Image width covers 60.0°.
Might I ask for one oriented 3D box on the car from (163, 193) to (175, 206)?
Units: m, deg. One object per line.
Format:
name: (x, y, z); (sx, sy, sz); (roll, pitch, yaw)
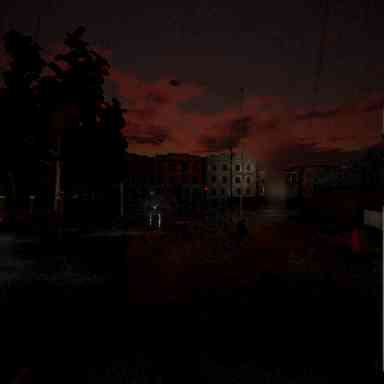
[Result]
car: (-4.078, 1.225, 56.116); (2.150, 2.045, 5.566); (0, 0, 0)

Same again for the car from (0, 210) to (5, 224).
car: (-13.995, 1.477, 20.014); (5.008, 1.535, 1.882); (0, 0, 1)

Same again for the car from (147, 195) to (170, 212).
car: (-4.142, 1.491, 39.507); (2.128, 1.511, 4.902); (0, 0, 0)
